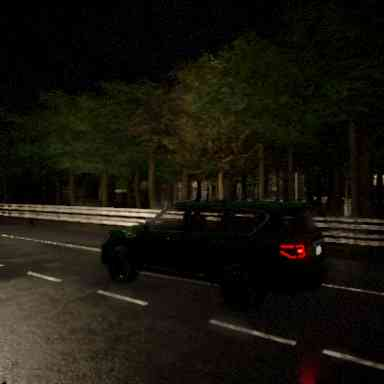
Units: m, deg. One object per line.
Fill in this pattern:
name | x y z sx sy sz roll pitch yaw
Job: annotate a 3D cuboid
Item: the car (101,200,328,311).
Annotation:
car | 0.263 1.223 7.990 5.566 2.045 2.150 0 0 35
